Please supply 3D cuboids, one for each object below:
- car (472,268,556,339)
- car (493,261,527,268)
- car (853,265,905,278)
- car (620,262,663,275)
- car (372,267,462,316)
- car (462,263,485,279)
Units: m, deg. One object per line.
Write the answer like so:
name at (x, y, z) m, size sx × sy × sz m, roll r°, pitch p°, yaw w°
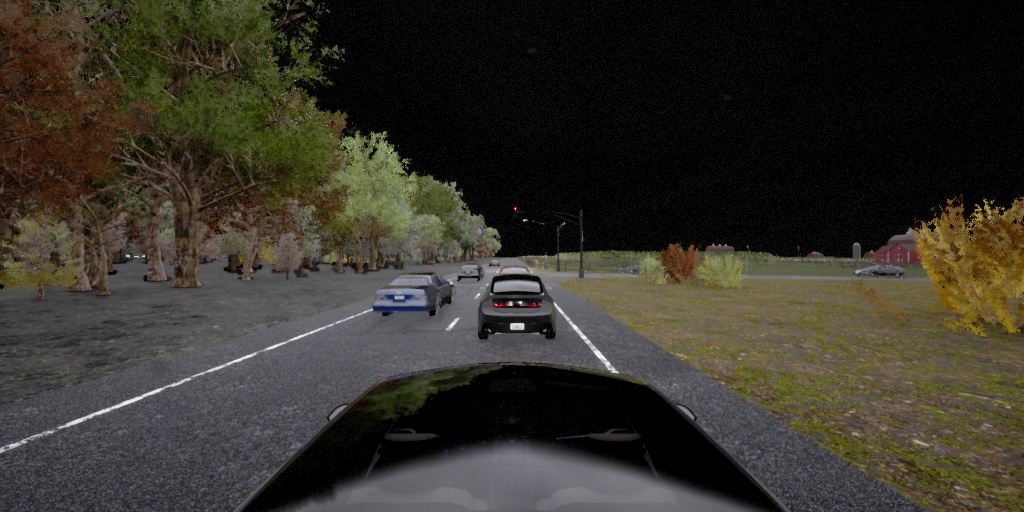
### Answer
car at (0.115, 1.257, 10.061) m, size 1.837 × 1.490 × 4.892 m, roll 0°, pitch 0°, yaw 0°
car at (0.134, 1.232, 19.424) m, size 1.882 × 1.535 × 5.008 m, roll 0°, pitch 0°, yaw 0°
car at (42.873, 1.766, 41.954) m, size 4.902 × 1.511 × 2.128 m, roll 1°, pitch -1°, yaw 1°
car at (15.324, 1.467, 42.265) m, size 4.902 × 1.511 × 2.128 m, roll 1°, pitch -1°, yaw 2°
car at (-3.380, 1.300, 13.284) m, size 2.033 × 1.411 × 5.357 m, roll 0°, pitch 0°, yaw 0°
car at (-3.353, 1.304, 29.845) m, size 2.033 × 1.411 × 5.357 m, roll 0°, pitch 0°, yaw 0°
